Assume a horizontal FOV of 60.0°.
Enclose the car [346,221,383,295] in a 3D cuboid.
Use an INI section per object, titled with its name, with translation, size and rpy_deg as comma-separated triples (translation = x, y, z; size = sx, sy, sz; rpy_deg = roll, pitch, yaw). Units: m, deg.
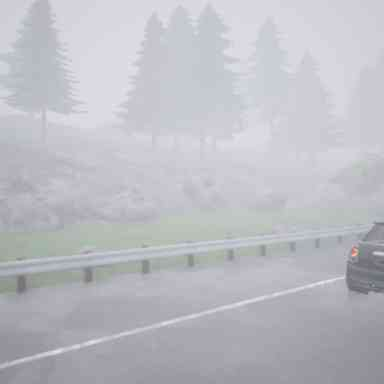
[car]
translation = 5.549, 1.351, 7.495
size = 4.553, 1.767, 2.097
rpy_deg = 0, 0, -34
